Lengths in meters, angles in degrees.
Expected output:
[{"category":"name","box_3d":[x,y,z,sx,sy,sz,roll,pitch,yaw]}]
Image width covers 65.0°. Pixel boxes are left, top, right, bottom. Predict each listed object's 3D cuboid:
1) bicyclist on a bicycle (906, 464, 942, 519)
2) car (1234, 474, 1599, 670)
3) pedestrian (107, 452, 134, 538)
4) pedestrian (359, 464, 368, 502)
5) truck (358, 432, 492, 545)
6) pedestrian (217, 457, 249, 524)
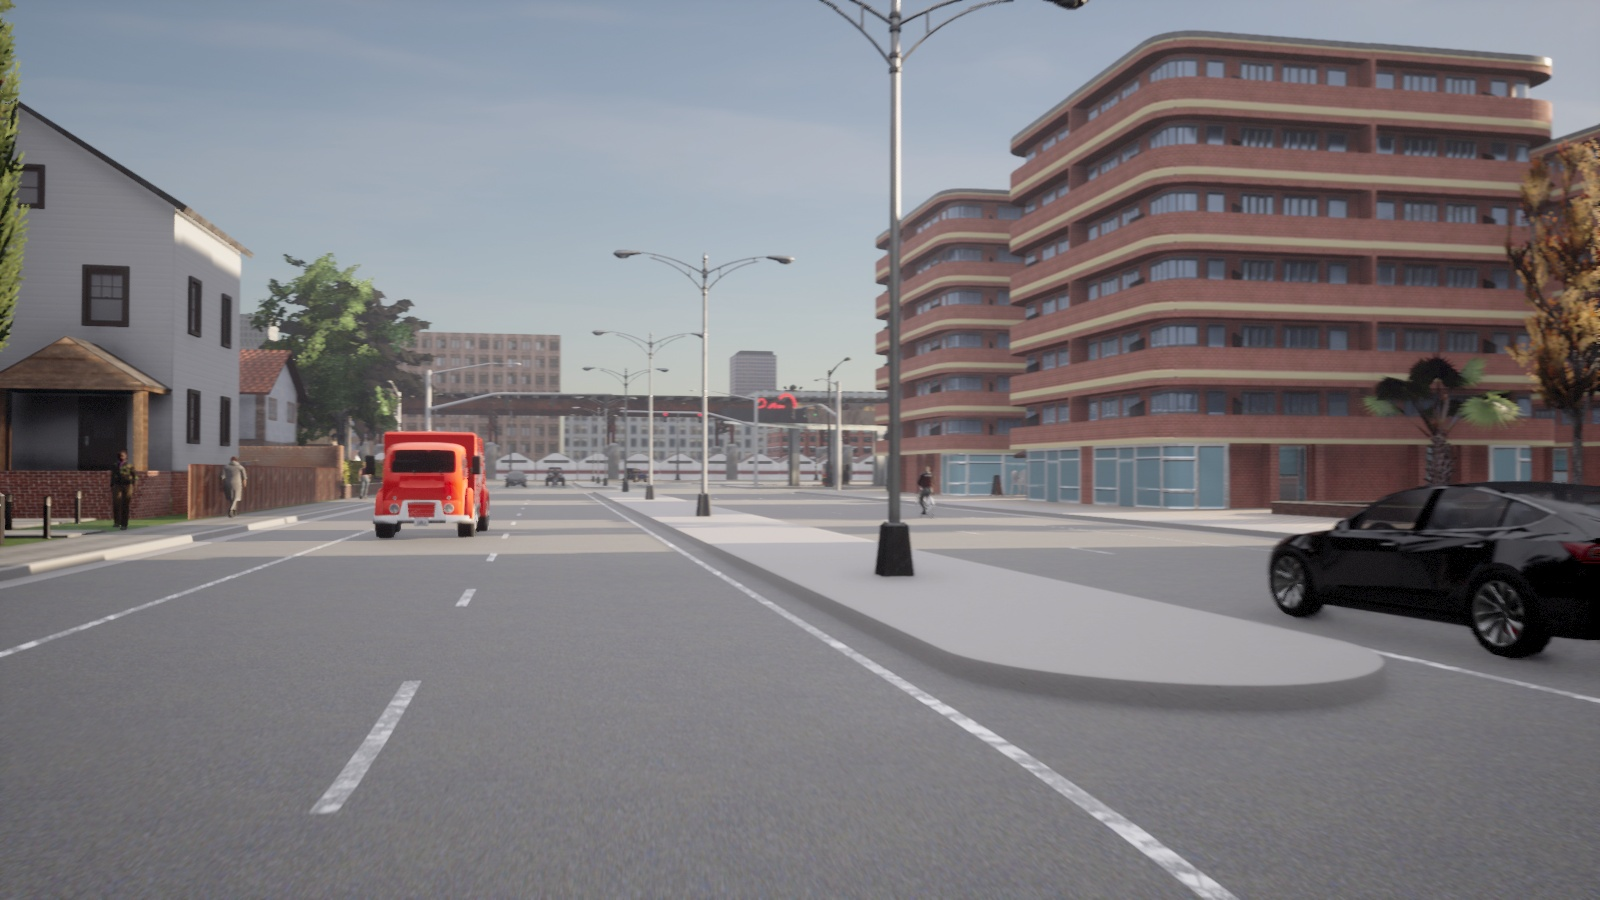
[{"category":"bicyclist on a bicycle","box_3d":[4.107,1.364,41.727,0.659,1.776,1.843,0,-1,-11]},{"category":"car","box_3d":[6.516,0.986,12.217,2.163,1.488,4.792,0,-1,-12]},{"category":"pedestrian","box_3d":[-15.462,1.027,28.586,0.395,1.930,0.692,0,-1,-15]},{"category":"pedestrian","box_3d":[-20.908,1.583,60.166,0.345,1.836,0.594,0,-1,-11]},{"category":"truck","box_3d":[-8.875,0.879,30.227,2.627,2.467,5.204,0,-1,-11]},{"category":"pedestrian","box_3d":[-16.732,1.175,37.068,0.659,1.952,0.873,0,-1,-11]}]
